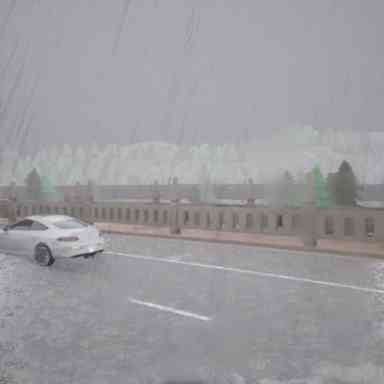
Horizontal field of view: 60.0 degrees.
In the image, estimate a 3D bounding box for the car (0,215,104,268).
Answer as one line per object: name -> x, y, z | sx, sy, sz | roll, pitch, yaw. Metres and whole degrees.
car -> -4.998, 1.488, 11.094 | 4.674, 1.442, 1.812 | 0, 0, 30
